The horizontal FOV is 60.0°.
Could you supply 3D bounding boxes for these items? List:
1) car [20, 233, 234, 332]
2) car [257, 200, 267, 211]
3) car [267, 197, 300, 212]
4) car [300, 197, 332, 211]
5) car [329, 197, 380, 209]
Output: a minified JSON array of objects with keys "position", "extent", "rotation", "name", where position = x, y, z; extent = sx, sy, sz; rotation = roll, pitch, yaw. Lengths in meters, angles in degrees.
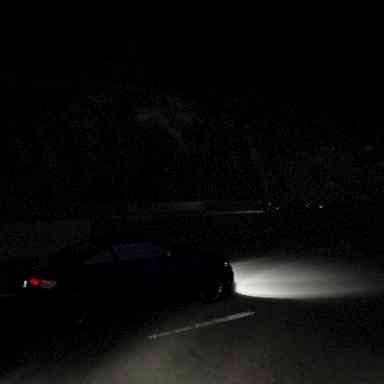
[{"position":[-1.184,1.561,6.830],"extent":[4.181,1.385,1.994],"rotation":[0,0,-31],"name":"car"},{"position":[9.838,1.327,39.093],"extent":[4.553,1.767,2.097],"rotation":[0,0,-33],"name":"car"},{"position":[10.868,1.468,35.584],"extent":[4.902,1.511,2.128],"rotation":[0,0,-33],"name":"car"},{"position":[13.333,1.328,33.013],"extent":[4.553,1.767,2.097],"rotation":[0,0,-33],"name":"car"},{"position":[15.041,1.468,29.949],"extent":[4.902,1.511,2.128],"rotation":[0,0,-33],"name":"car"}]
